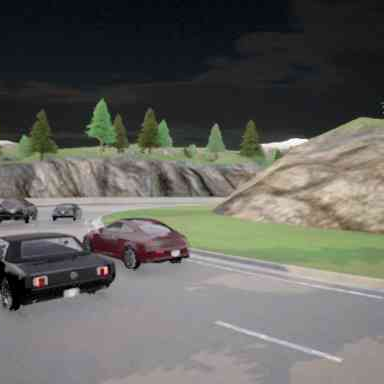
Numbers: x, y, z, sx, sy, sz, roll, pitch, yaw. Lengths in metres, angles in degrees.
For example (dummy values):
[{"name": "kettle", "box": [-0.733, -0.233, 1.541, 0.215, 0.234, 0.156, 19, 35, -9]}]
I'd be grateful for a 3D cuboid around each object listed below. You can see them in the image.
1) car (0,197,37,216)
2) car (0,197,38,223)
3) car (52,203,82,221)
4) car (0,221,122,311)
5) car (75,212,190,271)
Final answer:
[{"name": "car", "box": [-18.078, 1.422, 34.559, 2.097, 1.767, 4.553, 1, 0, -3]}, {"name": "car", "box": [-13.265, 1.406, 25.557, 2.097, 1.767, 4.553, 1, 0, -16]}, {"name": "car", "box": [-10.506, 1.636, 28.236, 2.033, 1.411, 5.357, 0, 0, -12]}, {"name": "car", "box": [-3.796, 1.622, 7.930, 1.895, 1.301, 4.718, 1, 0, -43]}, {"name": "car", "box": [-2.000, 1.579, 11.220, 1.812, 1.442, 4.674, 0, 0, -42]}]
